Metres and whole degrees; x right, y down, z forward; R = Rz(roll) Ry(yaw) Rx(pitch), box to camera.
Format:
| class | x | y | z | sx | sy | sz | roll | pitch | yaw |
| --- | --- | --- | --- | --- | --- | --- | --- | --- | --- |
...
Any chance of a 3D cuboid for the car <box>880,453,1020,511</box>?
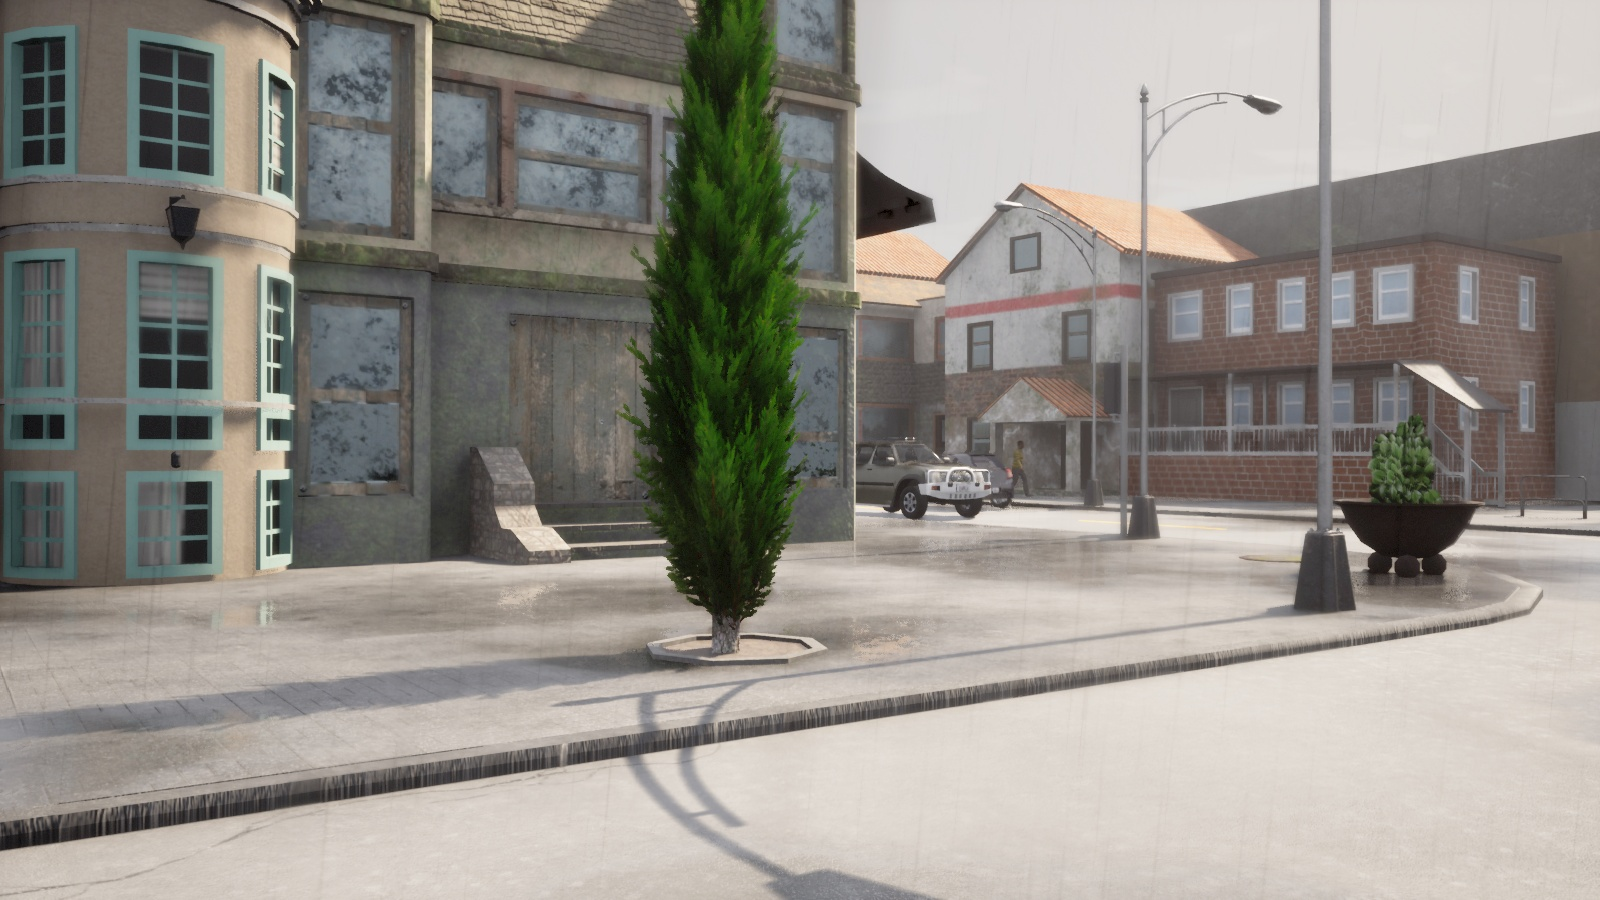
| class | x | y | z | sx | sy | sz | roll | pitch | yaw |
| --- | --- | --- | --- | --- | --- | --- | --- | --- | --- |
| car | 4.055 | 0.834 | 34.431 | 1.845 | 1.501 | 3.633 | 0 | 0 | -35 |

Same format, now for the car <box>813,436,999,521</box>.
| class | x | y | z | sx | sy | sz | roll | pitch | yaw |
| --- | --- | --- | --- | --- | --- | --- | --- | --- | --- |
| car | 2.406 | 0.629 | 29.817 | 1.932 | 1.855 | 4.605 | 0 | 0 | -34 |

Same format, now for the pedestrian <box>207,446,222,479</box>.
| class | x | y | z | sx | sy | sz | roll | pitch | yaw |
| --- | --- | --- | --- | --- | --- | --- | --- | --- | --- |
| pedestrian | -32.266 | 0.688 | 69.216 | 0.634 | 1.844 | 0.899 | 0 | 0 | -33 |

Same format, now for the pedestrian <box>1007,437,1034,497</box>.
| class | x | y | z | sx | sy | sz | roll | pitch | yaw |
| --- | --- | --- | --- | --- | --- | --- | --- | --- | --- |
| pedestrian | 6.859 | 0.536 | 39.035 | 0.709 | 1.840 | 0.431 | 0 | 0 | 34 |
